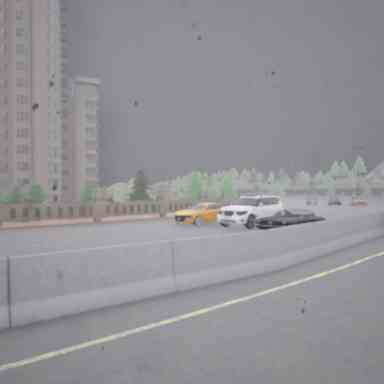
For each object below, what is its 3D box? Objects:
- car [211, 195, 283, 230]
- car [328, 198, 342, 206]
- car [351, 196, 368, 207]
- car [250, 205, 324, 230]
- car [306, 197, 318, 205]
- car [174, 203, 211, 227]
[{"bbox_3d":[4.019,1.240,21.897,2.150,2.045,5.566,0,0,43],"label":"car"},{"bbox_3d":[24.449,1.686,57.028,2.033,1.411,5.357,0,0,18],"label":"car"},{"bbox_3d":[27.146,1.453,54.060,2.097,1.767,4.553,0,0,19],"label":"car"},{"bbox_3d":[5.499,1.606,18.412,1.895,1.301,4.718,0,0,44],"label":"car"},{"bbox_3d":[21.842,1.676,60.633,2.128,1.511,4.902,0,0,17],"label":"car"},{"bbox_3d":[0.874,1.511,23.718,1.882,1.535,5.008,0,0,44],"label":"car"}]
